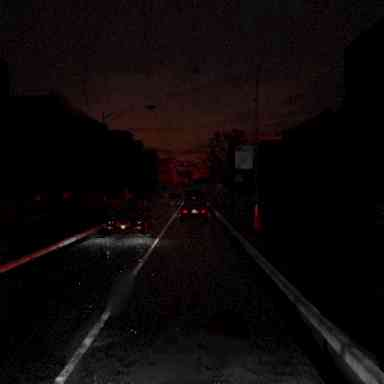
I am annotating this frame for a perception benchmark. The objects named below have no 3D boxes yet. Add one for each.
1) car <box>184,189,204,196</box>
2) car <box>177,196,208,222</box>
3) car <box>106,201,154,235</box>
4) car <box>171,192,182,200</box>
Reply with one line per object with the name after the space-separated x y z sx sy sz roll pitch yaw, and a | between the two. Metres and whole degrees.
0.238 0.690 40.295 2.150 2.045 5.566 0 1 0 | car
0.151 1.250 23.451 2.033 1.411 5.357 0 1 0 | car
-3.097 1.294 17.437 1.837 1.490 4.892 0 1 0 | car
-2.786 0.740 59.842 2.033 1.411 5.357 0 1 1 | car
